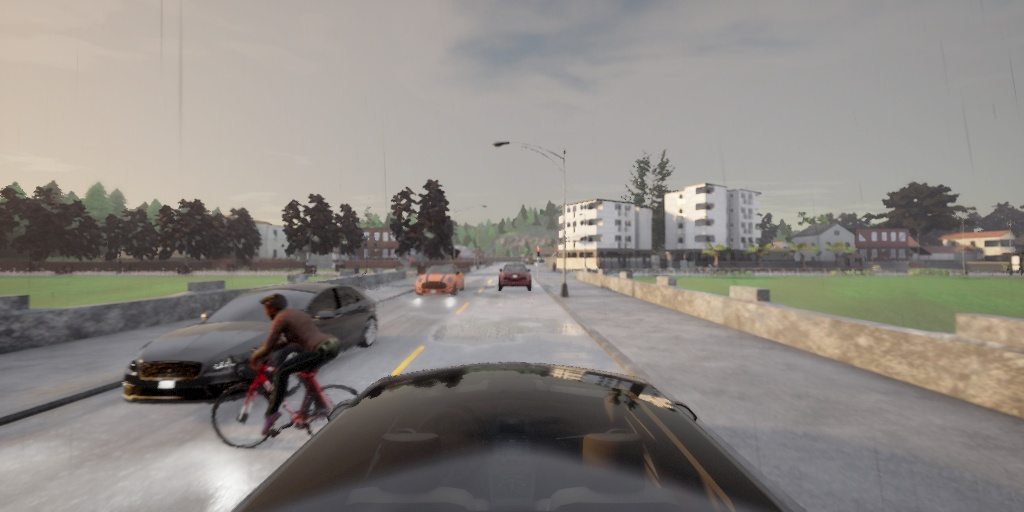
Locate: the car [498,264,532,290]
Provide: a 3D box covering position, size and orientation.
[{"bbox_3d":[0.183,1.298,24.148,2.097,1.767,4.553,0,0,0],"label":"car"}]

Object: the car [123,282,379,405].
[{"bbox_3d":[-4.082,1.298,6.681,1.837,1.490,4.892,0,-1,0],"label":"car"}]

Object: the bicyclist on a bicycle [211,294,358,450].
[{"bbox_3d":[-2.318,1.219,3.743,1.656,1.620,0.582,0,0,0],"label":"bicyclist on a bicycle"}]

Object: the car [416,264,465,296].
[{"bbox_3d":[-4.014,1.266,20.663,2.097,1.767,4.553,0,-1,0],"label":"car"}]
